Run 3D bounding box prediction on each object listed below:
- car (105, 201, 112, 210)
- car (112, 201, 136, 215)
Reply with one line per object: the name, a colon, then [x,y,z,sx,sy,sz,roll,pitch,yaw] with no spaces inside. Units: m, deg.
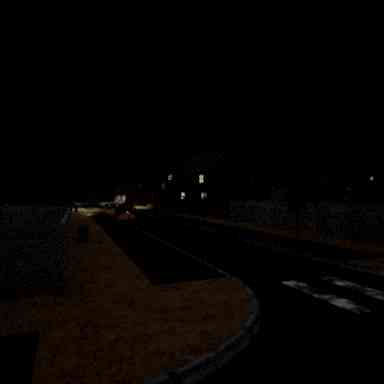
car: [-12.542,2.115,52.140,1.895,1.301,4.718,-1,0,-20]
car: [-8.021,1.979,39.638,1.895,1.301,4.718,-1,0,-19]
